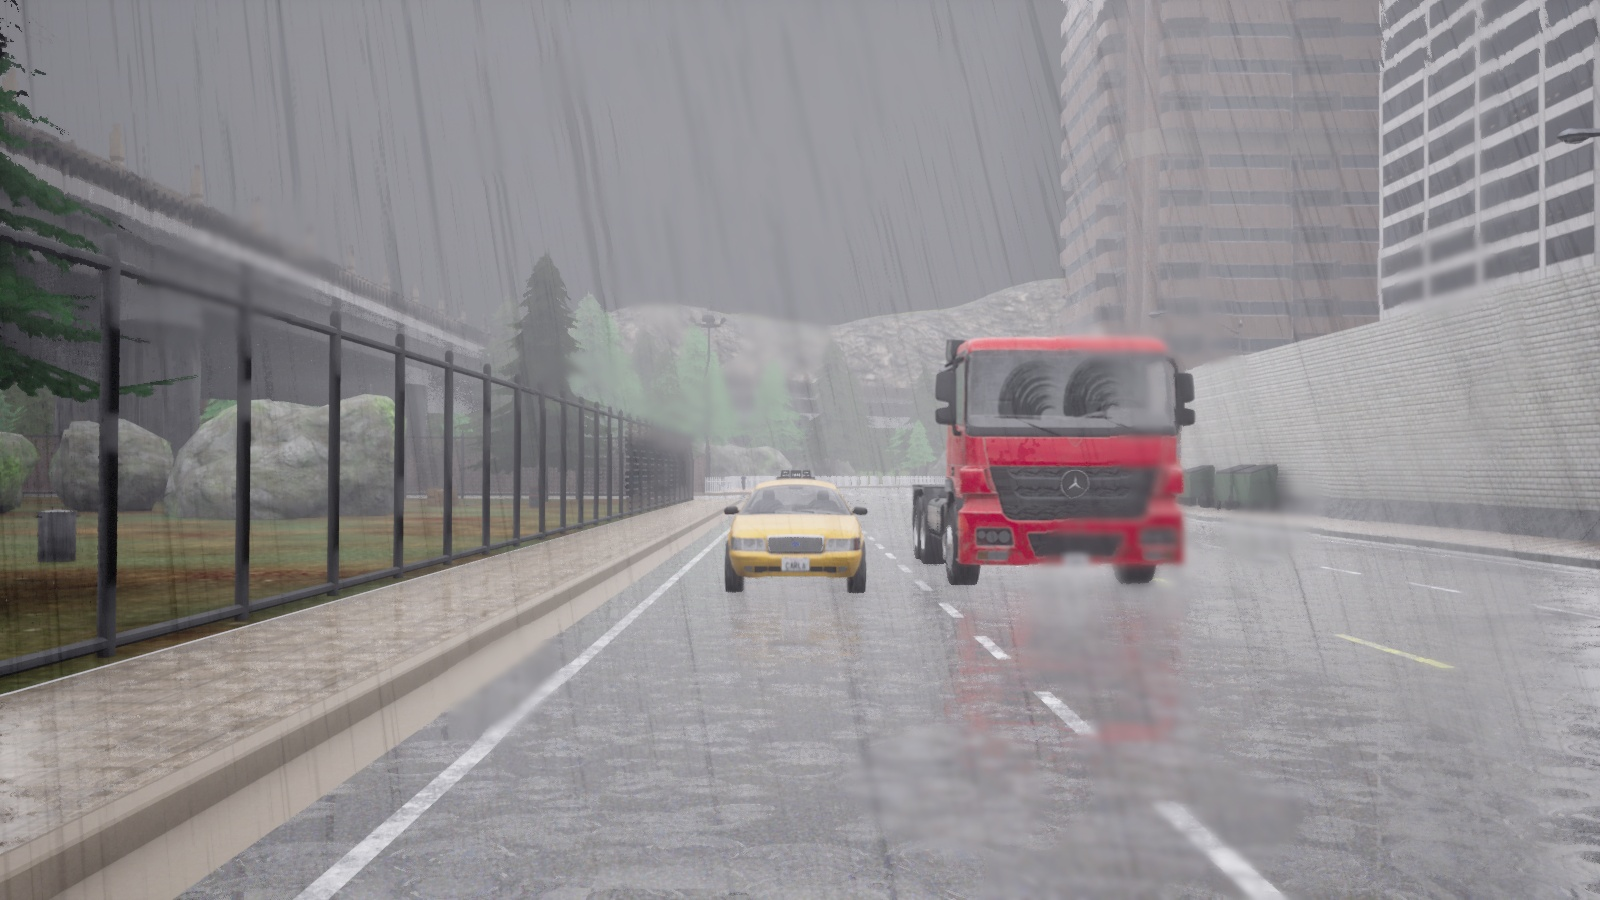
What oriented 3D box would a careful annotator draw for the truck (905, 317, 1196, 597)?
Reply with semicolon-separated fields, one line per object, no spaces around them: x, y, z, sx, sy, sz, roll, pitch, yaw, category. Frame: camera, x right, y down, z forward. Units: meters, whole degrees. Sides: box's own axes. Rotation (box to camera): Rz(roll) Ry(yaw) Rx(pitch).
3.440;0.146;19.547;2.891;3.462;7.936;0;-1;0;truck

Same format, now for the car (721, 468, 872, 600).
-0.051;1.051;17.722;1.801;1.575;5.366;0;-1;0;car
